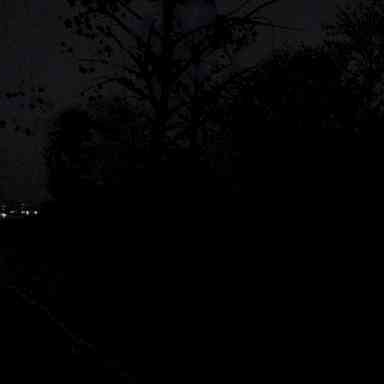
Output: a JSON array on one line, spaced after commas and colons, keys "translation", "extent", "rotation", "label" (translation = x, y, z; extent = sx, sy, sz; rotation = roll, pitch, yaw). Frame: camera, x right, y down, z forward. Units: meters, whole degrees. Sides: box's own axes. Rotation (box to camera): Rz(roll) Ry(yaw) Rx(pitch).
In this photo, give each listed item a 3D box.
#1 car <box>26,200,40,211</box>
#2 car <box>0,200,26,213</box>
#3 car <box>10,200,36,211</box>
[{"translation": [-23.681, 2.239, 51.424], "extent": [2.033, 1.411, 5.357], "rotation": [0, -2, -2], "label": "car"}, {"translation": [-23.261, 1.720, 41.618], "extent": [2.097, 1.767, 4.553], "rotation": [0, -2, -2], "label": "car"}, {"translation": [-27.333, 2.134, 53.882], "extent": [2.097, 1.767, 4.553], "rotation": [0, -2, -3], "label": "car"}]
